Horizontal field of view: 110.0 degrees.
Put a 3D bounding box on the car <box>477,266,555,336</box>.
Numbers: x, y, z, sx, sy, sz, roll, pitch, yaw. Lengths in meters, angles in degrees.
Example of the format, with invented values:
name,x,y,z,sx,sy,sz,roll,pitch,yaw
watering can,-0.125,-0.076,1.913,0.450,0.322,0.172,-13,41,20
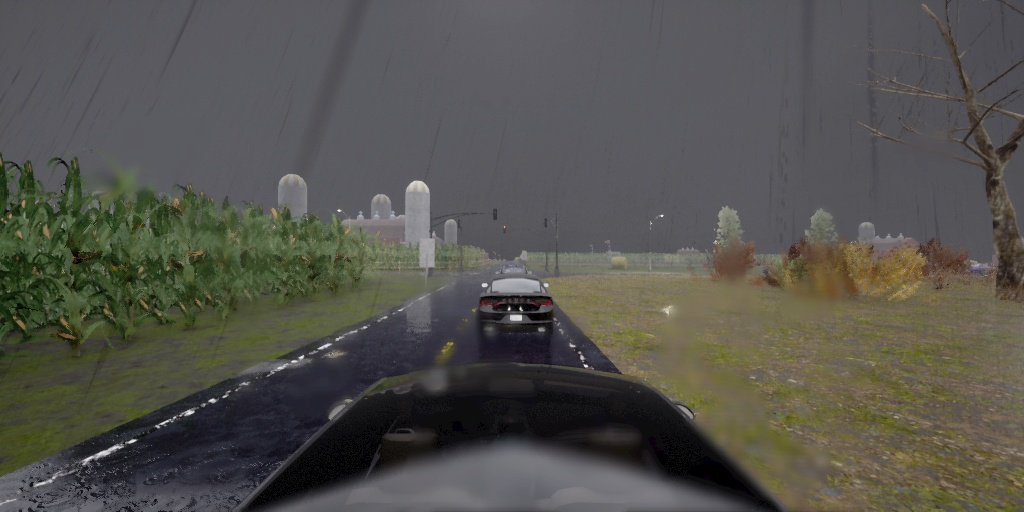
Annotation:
name,x,y,z,sx,sy,sz,roll,pitch,yaw
car,0.099,1.233,10.491,1.882,1.535,5.008,0,0,0

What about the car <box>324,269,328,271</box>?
name,x,y,z,sx,sy,sz,roll,pitch,yaw
car,-21.309,1.049,38.935,5.008,1.535,1.882,0,-1,-3

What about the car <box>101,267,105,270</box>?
name,x,y,z,sx,sy,sz,roll,pitch,yaw
car,-43.182,0.927,37.796,4.674,1.442,1.812,0,-1,-3
